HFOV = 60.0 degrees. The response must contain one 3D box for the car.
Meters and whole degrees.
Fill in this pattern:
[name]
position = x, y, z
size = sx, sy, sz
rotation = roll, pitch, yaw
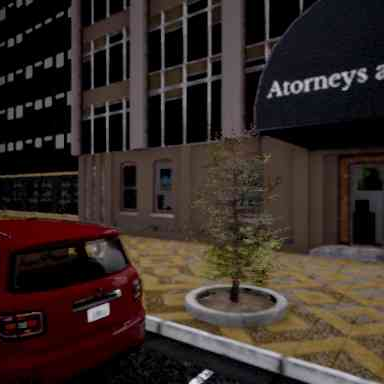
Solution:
[car]
position = -2.897, 1.308, 4.787
size = 5.009, 1.841, 2.192
rotation = 0, 0, 36
